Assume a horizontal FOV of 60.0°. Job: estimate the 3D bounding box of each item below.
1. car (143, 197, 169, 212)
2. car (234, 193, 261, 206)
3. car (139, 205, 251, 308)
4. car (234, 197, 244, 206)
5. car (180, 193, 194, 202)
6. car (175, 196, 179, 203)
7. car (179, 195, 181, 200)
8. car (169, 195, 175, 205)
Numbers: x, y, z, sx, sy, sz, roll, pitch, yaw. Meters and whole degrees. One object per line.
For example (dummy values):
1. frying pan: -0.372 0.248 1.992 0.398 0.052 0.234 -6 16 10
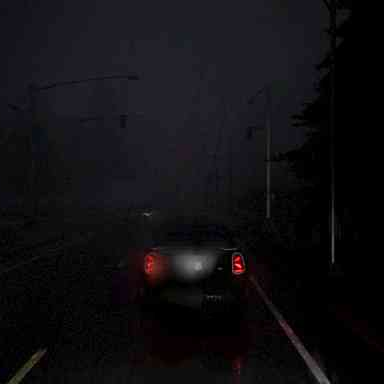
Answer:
1. car: -3.990 1.535 36.433 1.994 1.385 4.181 0 0 2
2. car: 8.508 1.146 51.295 3.866 1.878 1.905 0 0 -1
3. car: 0.072 1.352 8.071 2.097 1.767 4.553 0 0 1
4. car: 8.919 1.144 48.784 4.605 1.855 1.932 0 0 -1
5. car: -0.835 1.555 73.435 1.895 1.301 4.718 0 0 -7
6. car: -4.117 1.477 69.070 1.837 1.490 4.892 0 0 -1
7. car: -2.109 1.158 83.569 2.097 1.767 4.553 0 0 -13
8. car: -4.025 1.497 50.458 1.812 1.442 4.674 0 1 -1
